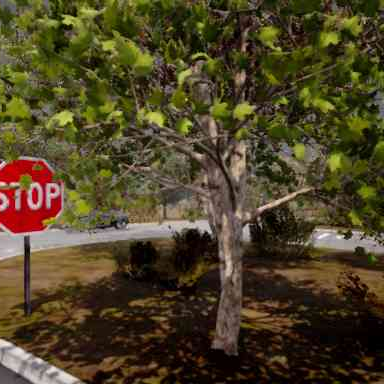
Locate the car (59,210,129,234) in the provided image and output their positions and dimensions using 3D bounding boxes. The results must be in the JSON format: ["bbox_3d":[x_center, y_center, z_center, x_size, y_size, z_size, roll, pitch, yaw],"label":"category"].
[{"bbox_3d":[-6.390,1.894,22.212,2.128,1.511,4.902,-1,-3,35],"label":"car"}]
